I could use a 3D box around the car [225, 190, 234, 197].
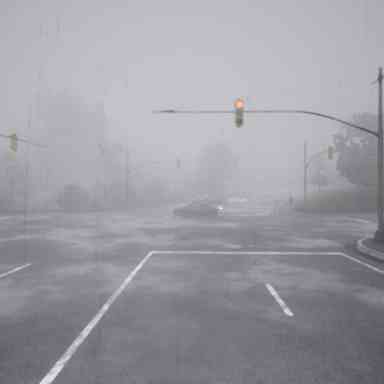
[{"bbox_3d":[8.005,0.483,70.861,1.837,1.490,4.892,0,3,28],"label":"car"}]

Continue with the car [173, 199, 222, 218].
[{"bbox_3d":[0.356,1.617,30.294,4.181,1.385,1.994,0,0,3],"label":"car"}]

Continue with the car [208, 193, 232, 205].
[{"bbox_3d":[4.630,1.365,54.824,1.895,1.301,4.718,0,2,21],"label":"car"}]

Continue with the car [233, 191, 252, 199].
[{"bbox_3d":[10.791,0.614,68.665,1.895,1.301,4.718,0,3,28],"label":"car"}]

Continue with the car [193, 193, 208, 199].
[{"bbox_3d":[1.683,1.088,56.833,2.097,1.767,4.553,0,2,21],"label":"car"}]
